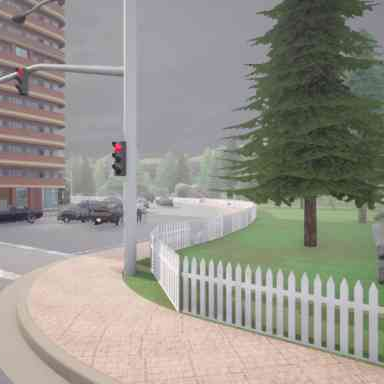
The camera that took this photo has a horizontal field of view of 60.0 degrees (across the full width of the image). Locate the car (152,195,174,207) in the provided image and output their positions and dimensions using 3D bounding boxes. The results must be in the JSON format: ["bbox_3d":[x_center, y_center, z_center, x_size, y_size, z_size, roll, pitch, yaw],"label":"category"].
[{"bbox_3d":[-4.192,1.491,49.722,2.033,1.411,5.357,0,0,-18],"label":"car"}]

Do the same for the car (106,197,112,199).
[{"bbox_3d":[-9.853,1.492,31.812,2.033,1.411,5.357,0,0,8],"label":"car"}]

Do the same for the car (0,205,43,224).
[{"bbox_3d":[-12.653,1.545,22.578,1.895,1.301,4.718,0,0,23],"label":"car"}]

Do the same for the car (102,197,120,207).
[{"bbox_3d":[-12.621,1.508,51.542,1.994,1.385,4.181,0,0,-24],"label":"car"}]

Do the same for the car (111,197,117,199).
[{"bbox_3d":[-9.766,1.491,41.886,2.033,1.411,5.357,0,0,-7],"label":"car"}]

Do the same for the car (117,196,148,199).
[{"bbox_3d":[-6.140,1.470,34.704,1.812,1.442,4.674,0,0,3],"label":"car"}]

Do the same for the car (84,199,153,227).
[{"bbox_3d":[-4.842,1.449,22.628,1.837,1.490,4.892,1,0,21],"label":"car"}]

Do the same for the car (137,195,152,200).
[{"bbox_3d":[-6.897,1.470,44.895,1.812,1.442,4.674,0,0,-13],"label":"car"}]

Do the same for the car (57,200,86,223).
[{"bbox_3d":[-7.768,1.492,25.260,2.033,1.411,5.357,0,0,17],"label":"car"}]

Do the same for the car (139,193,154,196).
[{"bbox_3d":[-9.557,1.165,66.407,2.150,2.045,5.566,0,0,-40],"label":"car"}]
